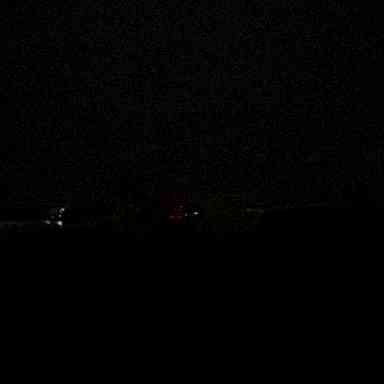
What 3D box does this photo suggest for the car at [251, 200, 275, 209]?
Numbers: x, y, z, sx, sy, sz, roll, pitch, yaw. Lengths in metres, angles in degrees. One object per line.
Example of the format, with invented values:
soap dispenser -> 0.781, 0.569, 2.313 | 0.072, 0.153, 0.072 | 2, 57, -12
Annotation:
car -> 12.071, 2.026, 54.672 | 1.837, 1.490, 4.892 | -1, -1, 36

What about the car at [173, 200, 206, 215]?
car -> -0.130, 1.778, 37.648 | 2.128, 1.511, 4.902 | -1, -1, 36

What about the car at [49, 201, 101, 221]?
car -> -10.385, 1.561, 29.755 | 2.097, 1.767, 4.553 | -1, -1, 36

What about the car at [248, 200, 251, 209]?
car -> 9.821, 2.132, 57.629 | 2.033, 1.411, 5.357 | -1, -1, 36

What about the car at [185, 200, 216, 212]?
car -> 1.251, 1.931, 45.877 | 1.837, 1.490, 4.892 | -1, -1, 36
